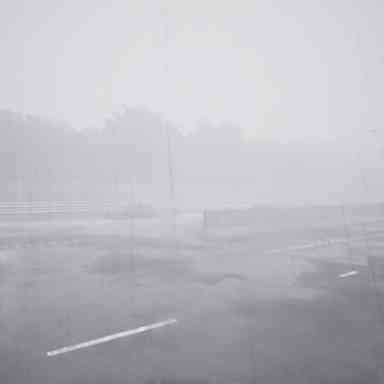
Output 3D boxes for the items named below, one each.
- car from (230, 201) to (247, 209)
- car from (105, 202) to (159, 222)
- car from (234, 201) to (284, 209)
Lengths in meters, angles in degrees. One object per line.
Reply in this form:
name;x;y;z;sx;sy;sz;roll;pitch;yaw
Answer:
car;5.243;1.510;29.256;4.674;1.442;1.812;0;0;-35
car;-4.743;1.534;26.443;4.181;1.385;1.994;-1;1;-36
car;5.754;1.586;25.326;4.718;1.301;1.895;0;0;-35
